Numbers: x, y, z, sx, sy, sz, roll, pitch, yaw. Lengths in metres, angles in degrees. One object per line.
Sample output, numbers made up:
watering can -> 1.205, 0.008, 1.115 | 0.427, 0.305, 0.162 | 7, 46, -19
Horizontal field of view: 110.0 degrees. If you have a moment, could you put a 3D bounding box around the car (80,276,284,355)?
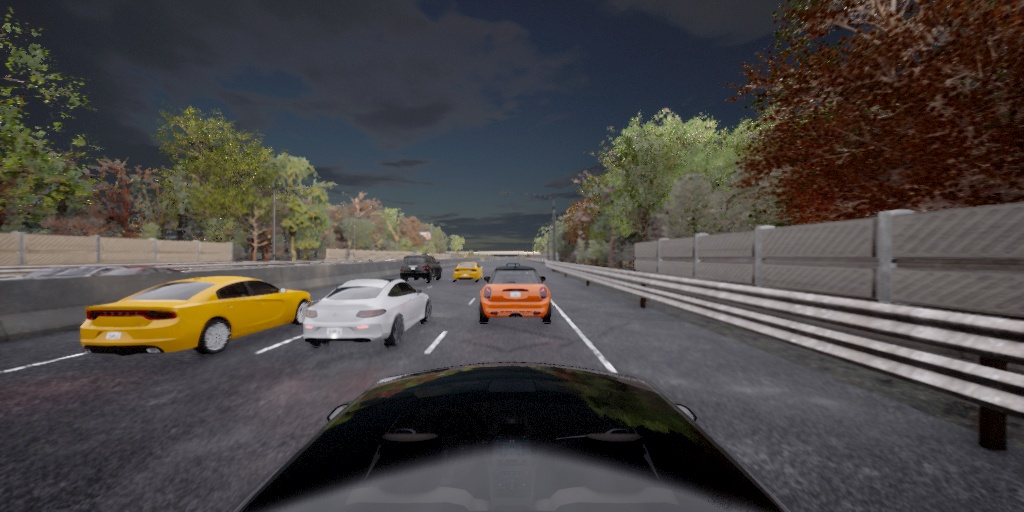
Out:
car -> -6.897, 1.225, 8.685 | 1.882, 1.535, 5.008 | 0, 0, 0

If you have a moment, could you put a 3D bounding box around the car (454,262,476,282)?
car -> -3.393, 1.219, 28.418 | 1.882, 1.535, 5.008 | 0, 0, 0

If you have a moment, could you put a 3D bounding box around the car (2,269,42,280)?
car -> -21.017, 1.237, 18.049 | 2.128, 1.511, 4.902 | 0, 0, 0

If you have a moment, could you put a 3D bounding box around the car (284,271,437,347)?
car -> -3.395, 1.272, 9.160 | 1.812, 1.442, 4.674 | 0, 0, 0

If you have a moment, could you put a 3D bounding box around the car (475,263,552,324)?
car -> 0.099, 1.097, 12.161 | 2.097, 1.767, 4.553 | 0, 0, 0

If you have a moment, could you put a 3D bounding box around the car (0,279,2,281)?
car -> -24.503, 1.291, 19.625 | 2.033, 1.411, 5.357 | 0, 0, 0

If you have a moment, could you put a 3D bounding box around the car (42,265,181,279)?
car -> -17.531, 1.222, 16.673 | 1.882, 1.535, 5.008 | 0, 0, 1

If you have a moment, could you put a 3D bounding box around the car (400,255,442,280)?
car -> -6.897, 0.963, 27.642 | 2.150, 2.045, 5.566 | 0, 0, 0
